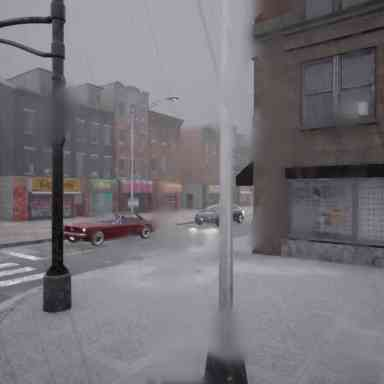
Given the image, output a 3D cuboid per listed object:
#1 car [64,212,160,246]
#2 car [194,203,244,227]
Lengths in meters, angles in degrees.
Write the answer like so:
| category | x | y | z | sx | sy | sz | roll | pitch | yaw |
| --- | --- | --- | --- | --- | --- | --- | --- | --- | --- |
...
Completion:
| category | x | y | z | sx | sy | sz | roll | pitch | yaw |
| --- | --- | --- | --- | --- | --- | --- | --- | --- | --- |
| car | -3.739 | 1.633 | 15.695 | 1.895 | 1.301 | 4.718 | 0 | 0 | 35 |
| car | 2.049 | 1.568 | 23.832 | 1.837 | 1.490 | 4.892 | 0 | 0 | 35 |
